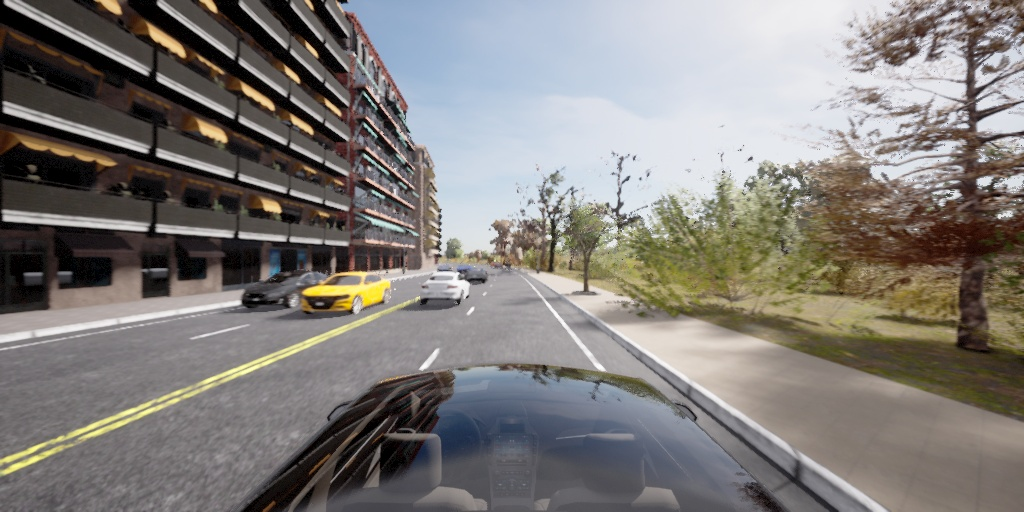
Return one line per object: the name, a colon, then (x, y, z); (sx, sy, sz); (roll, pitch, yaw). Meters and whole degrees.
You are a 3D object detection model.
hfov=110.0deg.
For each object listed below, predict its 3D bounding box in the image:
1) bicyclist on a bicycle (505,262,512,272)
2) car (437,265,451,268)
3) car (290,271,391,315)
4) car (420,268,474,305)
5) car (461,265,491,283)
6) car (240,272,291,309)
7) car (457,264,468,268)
bicyclist on a bicycle: (-0.441, 1.989, 65.024); (0.659, 1.776, 1.843); (0, -1, -4)
car: (-10.690, 2.059, 56.786); (2.033, 1.411, 5.357); (0, -1, -2)
car: (-6.603, 1.408, 14.820); (1.882, 1.535, 5.008); (0, -1, 0)
car: (-3.150, 1.493, 17.438); (1.812, 1.442, 4.674); (0, -1, 0)
car: (-3.264, 1.749, 33.097); (1.994, 1.385, 4.181); (0, -1, -1)
car: (-9.854, 1.454, 16.216); (1.837, 1.490, 4.892); (0, -1, 0)
car: (-7.374, 1.963, 54.952); (1.882, 1.535, 5.008); (0, -1, -2)
